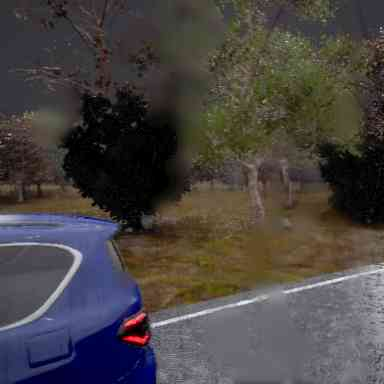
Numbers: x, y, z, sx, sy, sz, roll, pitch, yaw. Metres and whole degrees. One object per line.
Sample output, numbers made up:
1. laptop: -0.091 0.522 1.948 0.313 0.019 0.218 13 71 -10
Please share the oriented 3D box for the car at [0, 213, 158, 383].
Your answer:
1. car: -2.882 1.218 1.843 5.566 2.045 2.150 0 0 -35
